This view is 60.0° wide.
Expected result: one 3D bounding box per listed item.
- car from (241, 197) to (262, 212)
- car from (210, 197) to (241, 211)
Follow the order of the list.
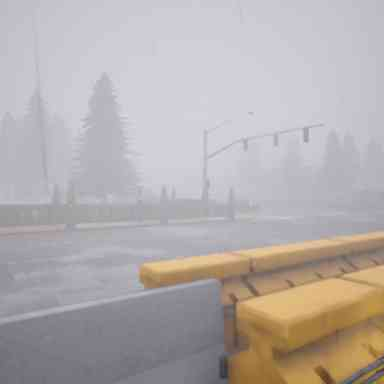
[{"bbox_3d":[6.500,1.444,41.148,2.097,1.767,4.553,0,0,-35],"label":"car"},{"bbox_3d":[3.150,1.558,39.808,1.882,1.535,5.008,0,0,-35],"label":"car"}]
